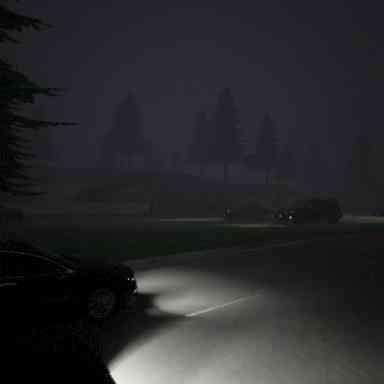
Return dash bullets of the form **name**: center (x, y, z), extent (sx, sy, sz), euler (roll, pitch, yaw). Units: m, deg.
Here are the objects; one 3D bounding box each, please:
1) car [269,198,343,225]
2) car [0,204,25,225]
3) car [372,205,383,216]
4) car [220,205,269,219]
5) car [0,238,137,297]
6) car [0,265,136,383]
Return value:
- **car**: center (9.333, 1.499, 26.491), extent (5.566, 2.045, 2.150), euler (1, 0, -22)
- **car**: center (-15.011, 1.624, 24.378), extent (5.008, 1.535, 1.882), euler (1, -1, -17)
- **car**: center (21.668, 1.944, 36.155), extent (4.674, 1.442, 1.812), euler (1, -1, -27)
- **car**: center (5.156, 1.910, 32.366), extent (4.718, 1.301, 1.895), euler (0, 0, -20)
- **car**: center (-3.264, 1.538, 5.516), extent (4.892, 1.490, 1.837), euler (1, 1, -39)
- **car**: center (-2.462, 1.570, 1.912), extent (4.181, 1.385, 1.994), euler (1, 0, -36)
